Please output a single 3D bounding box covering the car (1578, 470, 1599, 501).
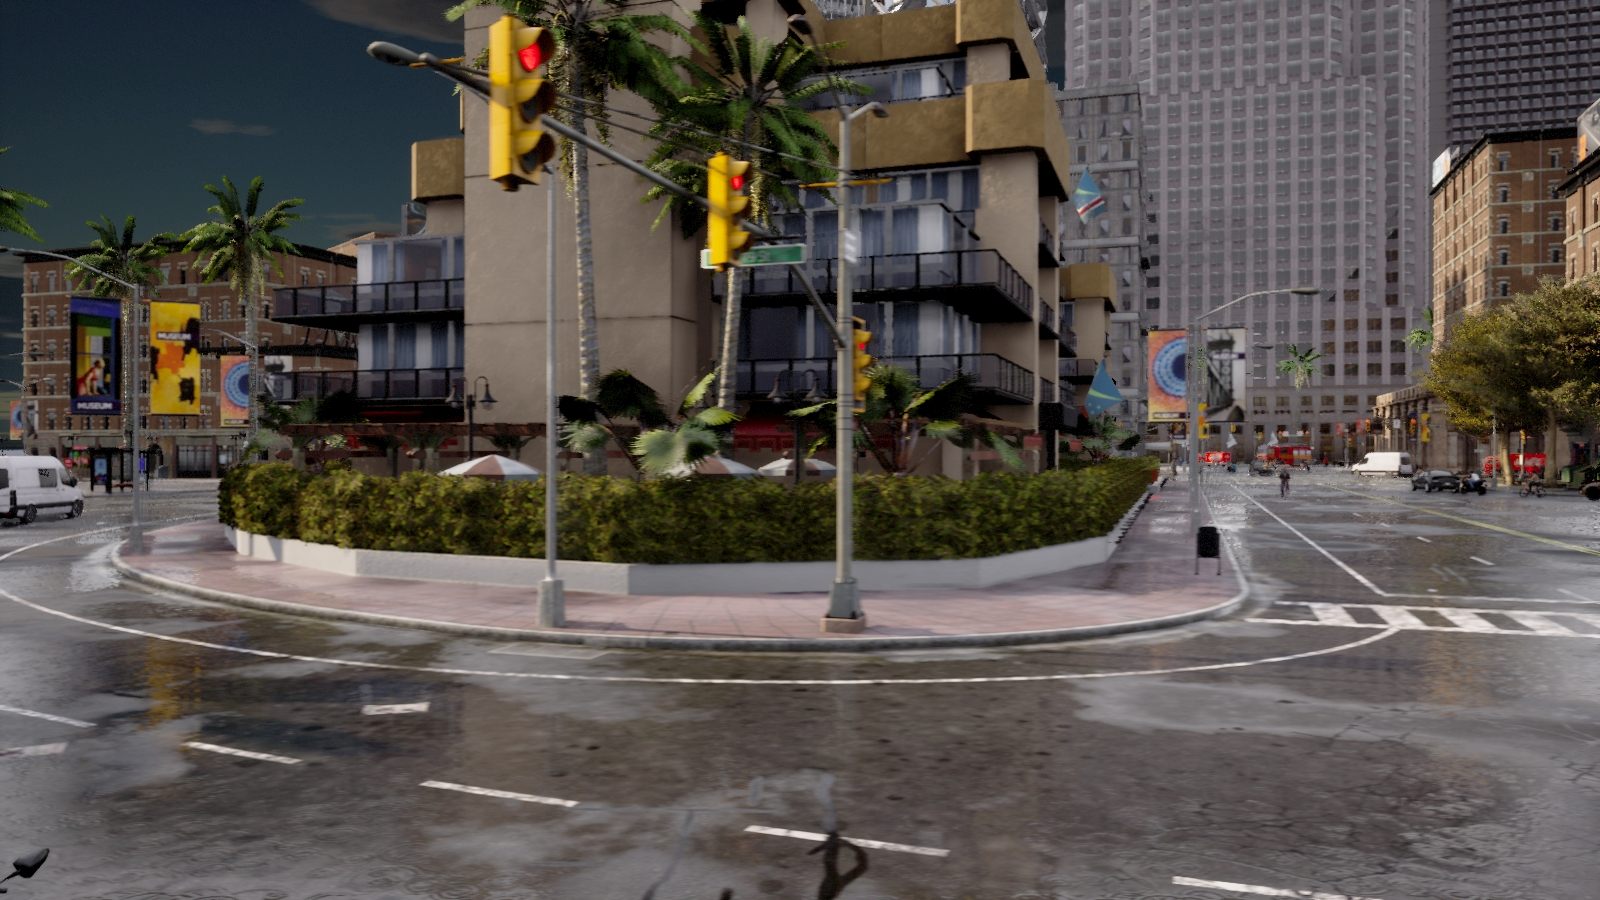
[{"bbox_3d":[46.349,2.005,63.581,5.027,1.651,2.152,0,0,36],"label":"car"}]

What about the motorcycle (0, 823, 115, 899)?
[{"bbox_3d":[-3.942,2.210,4.750,2.033,1.145,0.803,0,0,21],"label":"motorcycle"}]

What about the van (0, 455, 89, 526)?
[{"bbox_3d":[-30.189,1.514,44.579,1.988,2.561,5.915,0,0,-9],"label":"van"}]

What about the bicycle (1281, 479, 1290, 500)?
[{"bbox_3d":[27.300,2.214,64.313,0.329,1.171,1.835,0,0,19],"label":"bicycle"}]
